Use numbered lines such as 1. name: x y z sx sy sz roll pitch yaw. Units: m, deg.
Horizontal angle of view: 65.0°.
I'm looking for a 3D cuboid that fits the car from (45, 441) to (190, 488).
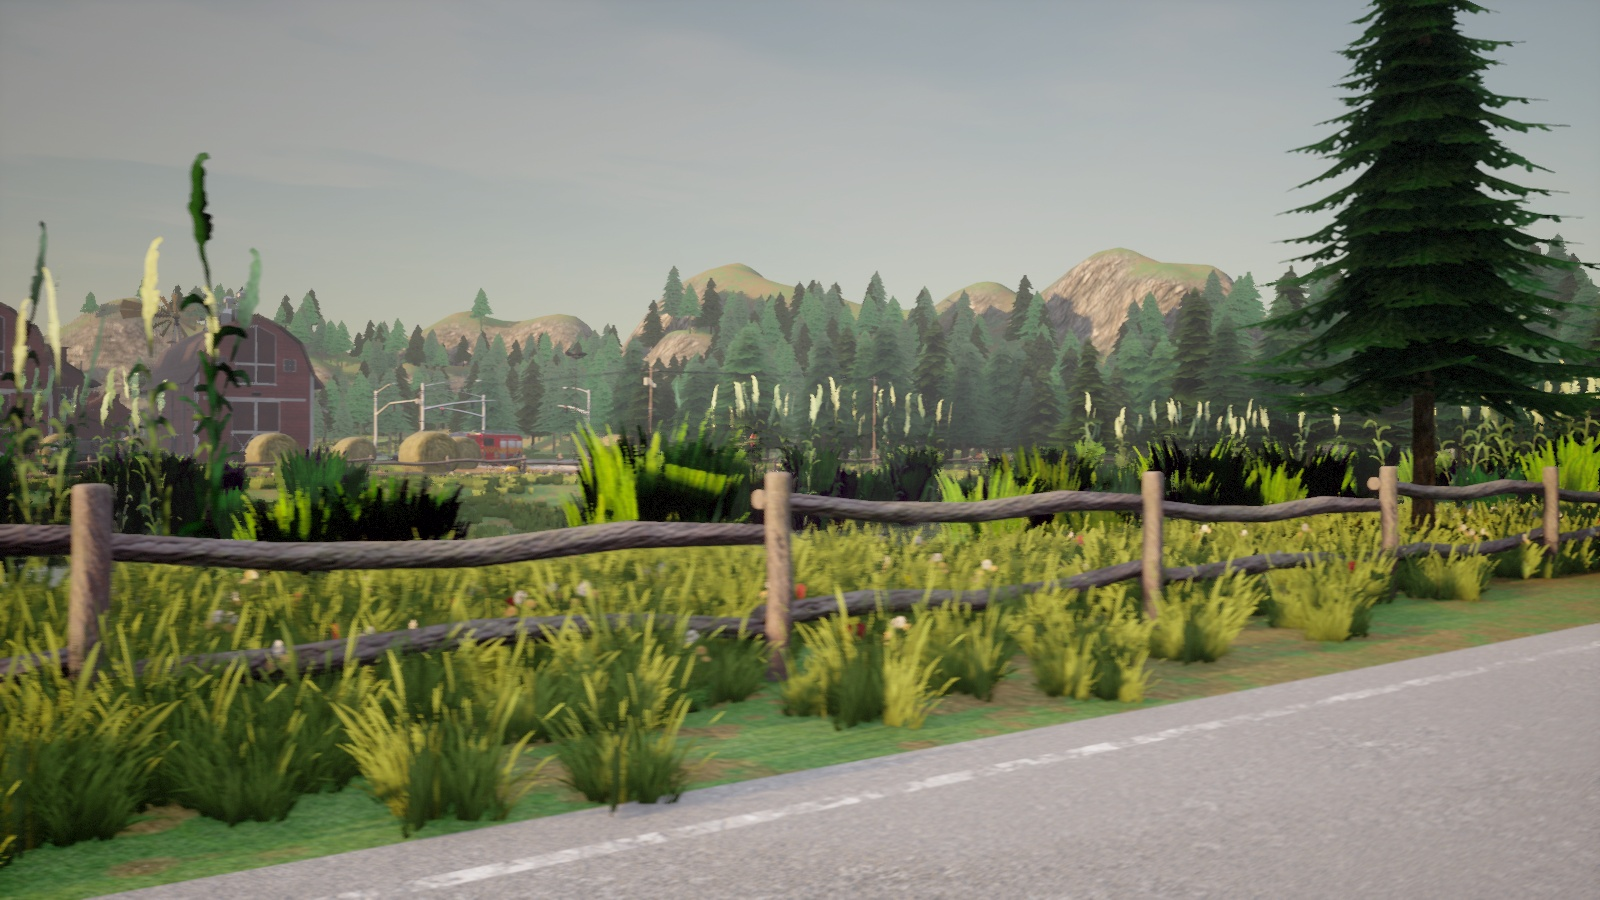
1. car: -30.855 0.636 56.831 5.566 2.045 2.150 0 0 -34
